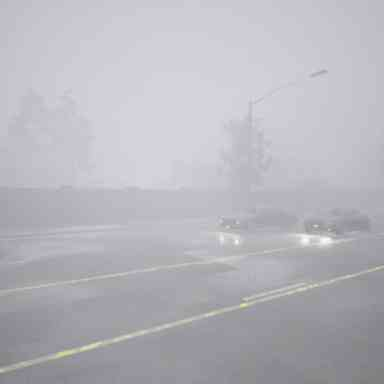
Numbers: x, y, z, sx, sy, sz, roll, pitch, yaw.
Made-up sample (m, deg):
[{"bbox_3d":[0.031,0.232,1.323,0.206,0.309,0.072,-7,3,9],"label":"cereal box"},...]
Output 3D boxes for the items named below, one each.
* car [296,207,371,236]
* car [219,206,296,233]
[{"bbox_3d":[7.990,1.550,18.287,4.181,1.385,1.994,0,0,-35],"label":"car"},{"bbox_3d":[4.127,1.540,19.834,5.357,1.411,2.033,0,0,-36],"label":"car"}]
